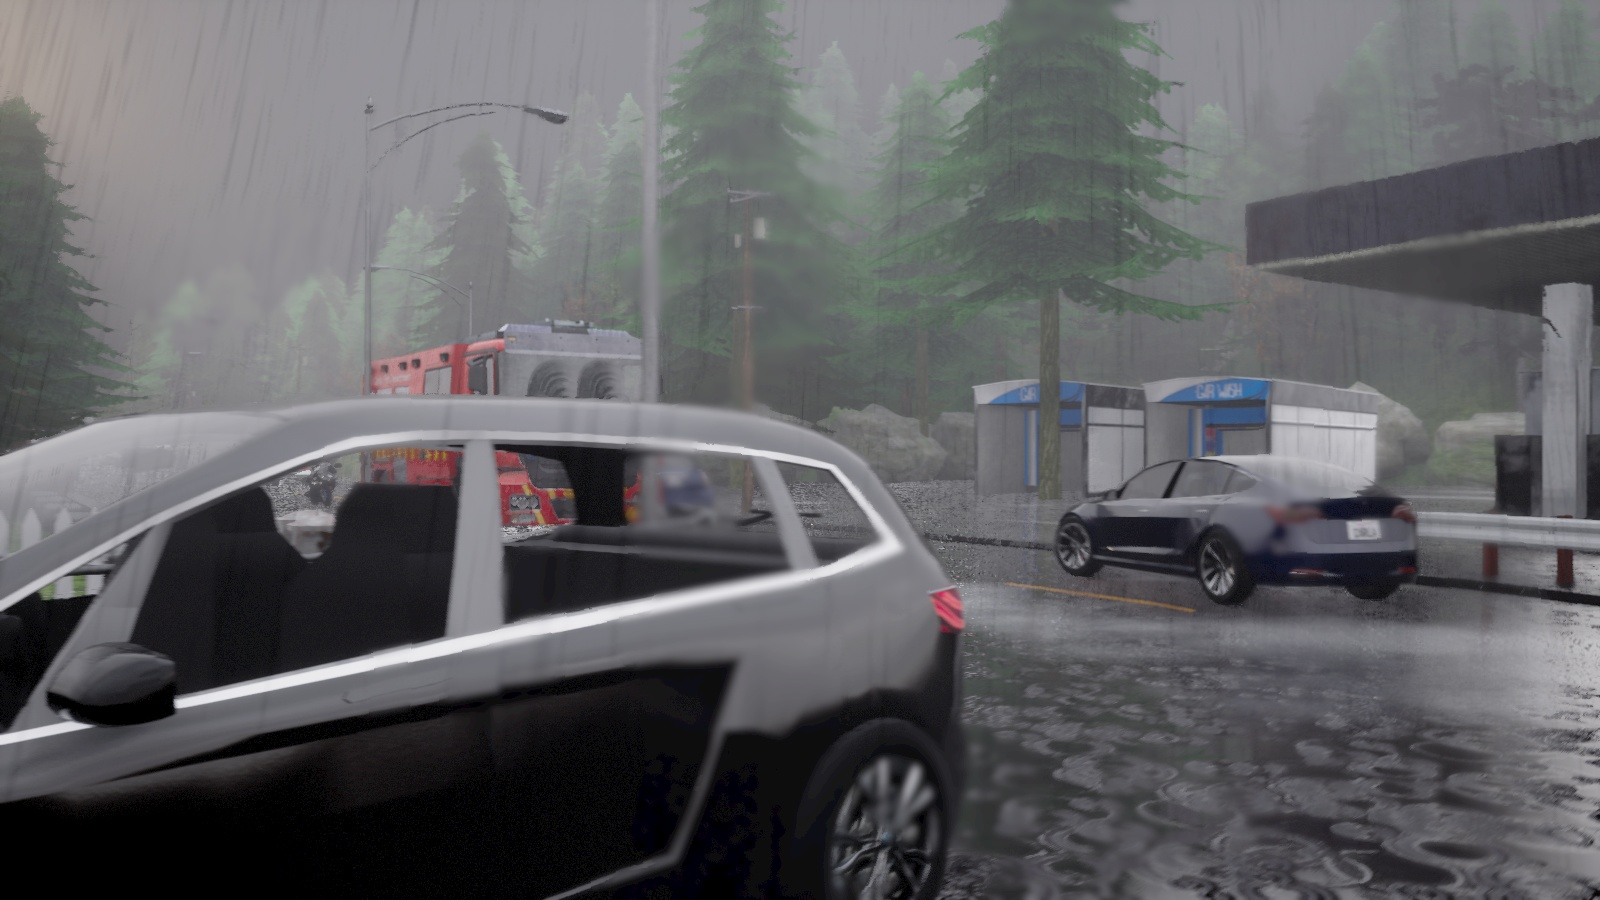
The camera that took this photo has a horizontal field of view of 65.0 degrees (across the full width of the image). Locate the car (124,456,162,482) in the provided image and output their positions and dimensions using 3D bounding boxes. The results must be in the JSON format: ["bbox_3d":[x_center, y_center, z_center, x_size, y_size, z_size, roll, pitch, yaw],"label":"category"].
[{"bbox_3d":[-40.569,1.134,77.510,1.789,1.549,3.705,0,0,-33],"label":"car"}]

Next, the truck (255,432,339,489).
[{"bbox_3d":[-23.304,0.526,58.045,2.627,2.467,5.204,0,-1,-33],"label":"truck"}]

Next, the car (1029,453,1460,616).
[{"bbox_3d":[4.631,0.781,14.050,2.163,1.488,4.792,0,0,-16],"label":"car"}]

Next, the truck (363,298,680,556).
[{"bbox_3d":[-5.450,-0.319,22.961,2.891,3.827,8.468,0,0,-33],"label":"truck"}]

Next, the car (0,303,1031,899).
[{"bbox_3d":[-1.617,0.607,3.213,2.242,1.667,4.611,0,0,42],"label":"car"}]
